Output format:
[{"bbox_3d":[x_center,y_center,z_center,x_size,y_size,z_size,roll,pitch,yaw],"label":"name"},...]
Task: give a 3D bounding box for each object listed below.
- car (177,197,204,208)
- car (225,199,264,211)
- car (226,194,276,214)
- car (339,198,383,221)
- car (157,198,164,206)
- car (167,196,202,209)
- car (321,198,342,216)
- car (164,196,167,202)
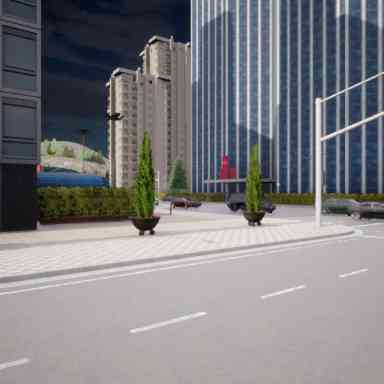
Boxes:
[{"bbox_3d":[-0.278,1.564,50.484,1.994,1.385,4.181,0,0,-36],"label":"car"},{"bbox_3d":[6.428,1.601,41.218,1.895,1.301,4.718,0,0,-36],"label":"car"},{"bbox_3d":[6.304,1.222,35.422,2.150,2.045,5.566,0,0,-36],"label":"car"},{"bbox_3d":[14.060,1.492,24.784,2.128,1.511,4.902,0,0,-36],"label":"car"},{"bbox_3d":[-7.168,1.491,54.091,2.128,1.511,4.902,0,0,-36],"label":"car"},{"bbox_3d":[-0.998,1.478,45.512,1.882,1.535,5.008,0,0,-36],"label":"car"},{"bbox_3d":[14.217,1.352,30.490,2.097,1.767,4.553,0,0,-36],"label":"car"},{"bbox_3d":[-4.580,1.491,68.685,2.128,1.511,4.902,0,0,-36],"label":"car"}]
